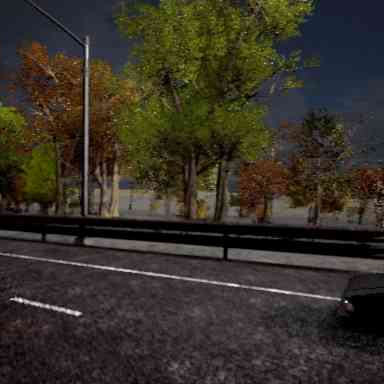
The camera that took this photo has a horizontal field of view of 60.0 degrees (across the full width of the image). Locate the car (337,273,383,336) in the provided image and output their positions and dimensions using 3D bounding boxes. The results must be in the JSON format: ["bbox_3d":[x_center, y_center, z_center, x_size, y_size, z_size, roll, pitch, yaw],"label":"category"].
[{"bbox_3d":[5.006,1.661,4.686,5.357,1.411,2.033,-1,-1,29],"label":"car"}]
